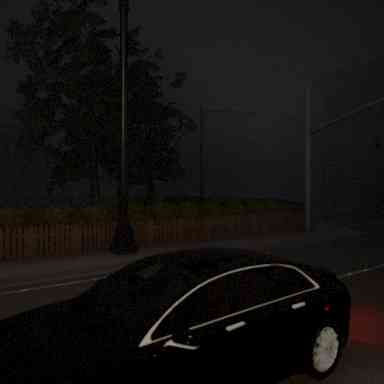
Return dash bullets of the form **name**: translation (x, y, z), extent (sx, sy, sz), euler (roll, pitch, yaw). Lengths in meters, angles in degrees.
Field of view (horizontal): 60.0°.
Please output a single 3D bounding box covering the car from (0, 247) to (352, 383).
- **car**: translation (-0.037, 1.507, 3.948), extent (4.892, 1.490, 1.837), euler (1, 0, -35)
